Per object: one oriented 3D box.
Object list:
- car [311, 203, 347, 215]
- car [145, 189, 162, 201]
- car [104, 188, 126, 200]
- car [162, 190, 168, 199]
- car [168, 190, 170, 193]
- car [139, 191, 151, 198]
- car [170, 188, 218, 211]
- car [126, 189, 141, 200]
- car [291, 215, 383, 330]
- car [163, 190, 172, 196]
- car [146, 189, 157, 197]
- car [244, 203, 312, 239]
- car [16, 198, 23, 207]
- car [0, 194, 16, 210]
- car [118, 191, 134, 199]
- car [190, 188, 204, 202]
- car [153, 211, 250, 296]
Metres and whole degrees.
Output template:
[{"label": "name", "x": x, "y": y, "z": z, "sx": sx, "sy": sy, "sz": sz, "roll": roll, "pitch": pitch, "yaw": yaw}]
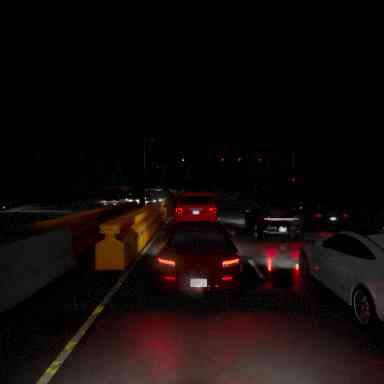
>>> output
[{"label": "car", "x": 7.219, "y": 1.308, "z": 18.961, "sx": 1.994, "sy": 1.385, "sz": 4.181, "roll": 0, "pitch": 1, "yaw": 0}, {"label": "car", "x": -6.647, "y": 0.707, "z": 56.397, "sx": 1.812, "sy": 1.442, "sz": 4.674, "roll": 0, "pitch": 1, "yaw": 1}, {"label": "car", "x": -13.635, "y": 0.378, "z": 58.040, "sx": 2.150, "sy": 2.045, "sz": 5.566, "roll": 0, "pitch": 1, "yaw": 1}, {"label": "car", "x": -6.526, "y": 0.533, "z": 65.663, "sx": 2.128, "sy": 1.511, "sz": 4.902, "roll": 0, "pitch": 1, "yaw": 1}, {"label": "car", "x": -6.407, "y": 0.246, "z": 75.679, "sx": 2.097, "sy": 1.767, "sz": 4.553, "roll": 0, "pitch": 1, "yaw": 0}, {"label": "car", "x": -9.952, "y": 0.523, "z": 70.401, "sx": 1.994, "sy": 1.385, "sz": 4.181, "roll": 0, "pitch": 1, "yaw": 0}, {"label": "car", "x": 0.204, "y": 0.983, "z": 17.861, "sx": 2.150, "sy": 2.045, "sz": 5.566, "roll": 0, "pitch": 1, "yaw": 1}, {"label": "car", "x": -10.104, "y": 0.686, "z": 60.325, "sx": 1.994, "sy": 1.385, "sz": 4.181, "roll": 0, "pitch": 1, "yaw": 1}, {"label": "car", "x": 3.629, "y": 1.455, "z": 6.628, "sx": 1.812, "sy": 1.442, "sz": 4.674, "roll": 0, "pitch": 1, "yaw": 0}, {"label": "car", "x": -6.319, "y": 0.272, "z": 86.233, "sx": 2.033, "sy": 1.411, "sz": 5.357, "roll": 0, "pitch": 1, "yaw": 0}, {"label": "car", "x": -9.866, "y": 0.172, "z": 80.619, "sx": 2.097, "sy": 1.767, "sz": 4.553, "roll": 0, "pitch": 1, "yaw": 0}, {"label": "car", "x": 3.694, "y": 1.282, "z": 15.876, "sx": 2.128, "sy": 1.511, "sz": 4.902, "roll": 0, "pitch": 1, "yaw": 0}, {"label": "car", "x": -21.197, "y": 0.959, "z": 36.448, "sx": 5.008, "sy": 1.535, "sz": 1.882, "roll": 0, "pitch": 1, "yaw": -2}, {"label": "car", "x": -19.894, "y": 1.149, "z": 32.038, "sx": 4.718, "sy": 1.301, "sz": 1.895, "roll": 0, "pitch": 1, "yaw": 12}, {"label": "car", "x": -13.470, "y": 0.552, "z": 68.178, "sx": 2.033, "sy": 1.411, "sz": 5.357, "roll": 0, "pitch": 1, "yaw": 0}, {"label": "car", "x": 0.741, "y": 0.444, "z": 53.716, "sx": 2.150, "sy": 2.045, "sz": 5.566, "roll": 1, "pitch": 1, "yaw": 1}, {"label": "car", "x": 0.141, "y": 1.431, "z": 8.264, "sx": 1.812, "sy": 1.442, "sz": 4.674, "roll": 0, "pitch": 1, "yaw": 0}]
